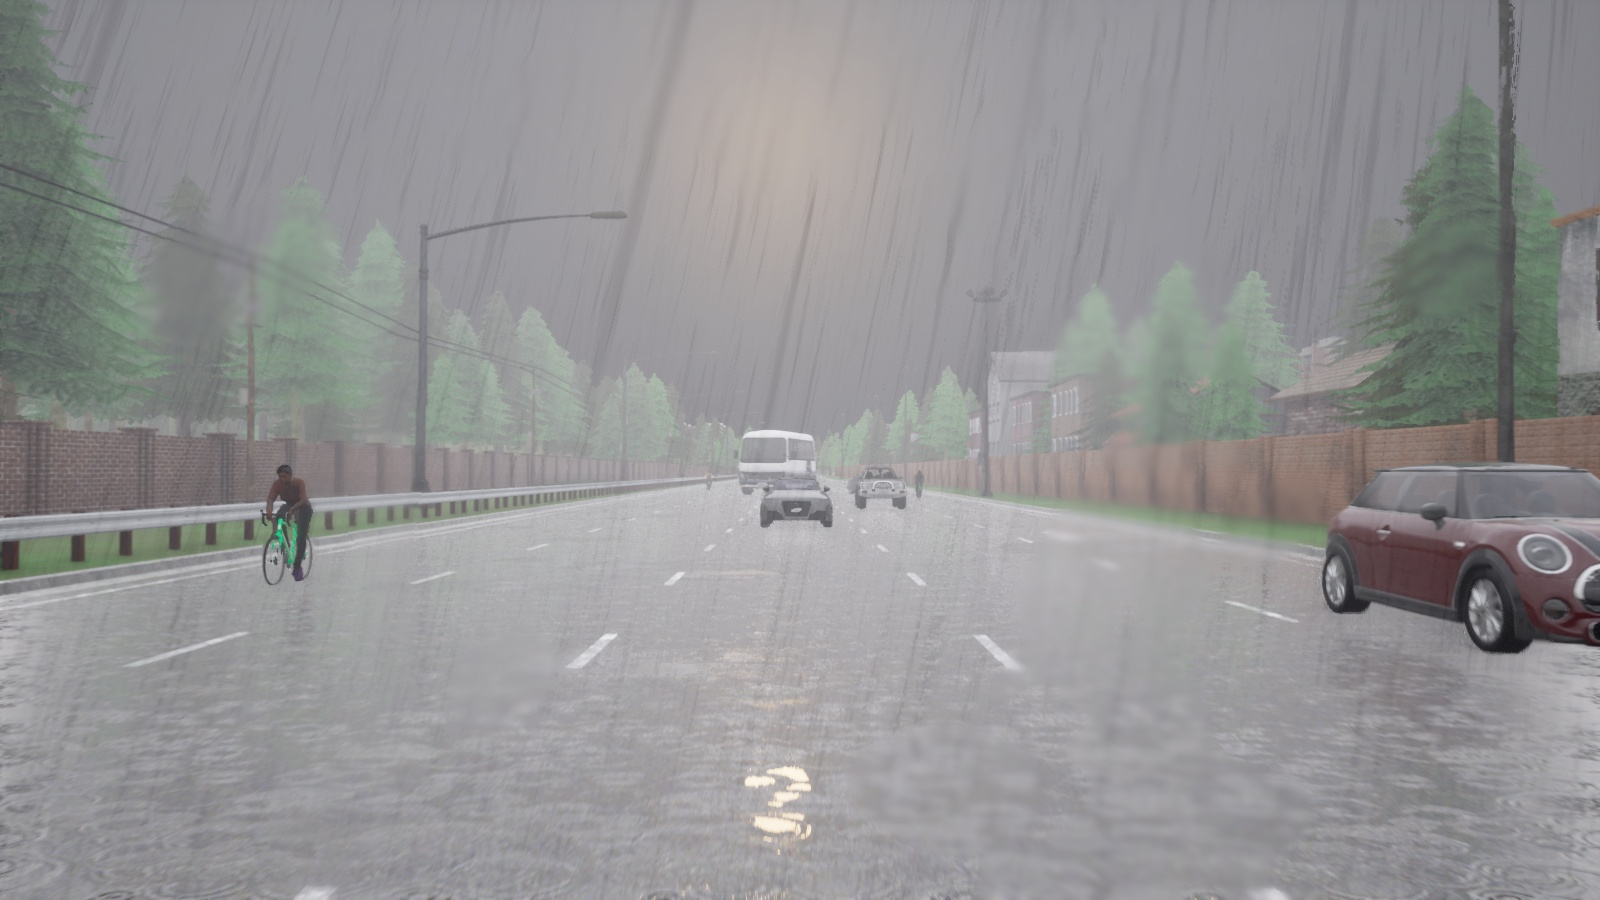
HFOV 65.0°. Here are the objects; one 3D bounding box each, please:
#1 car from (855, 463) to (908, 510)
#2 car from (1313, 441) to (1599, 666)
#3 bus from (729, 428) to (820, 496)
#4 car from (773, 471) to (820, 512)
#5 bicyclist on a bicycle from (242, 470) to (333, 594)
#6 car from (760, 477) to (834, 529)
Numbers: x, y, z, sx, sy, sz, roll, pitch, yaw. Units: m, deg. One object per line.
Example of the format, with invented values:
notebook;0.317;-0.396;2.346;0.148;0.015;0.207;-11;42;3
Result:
car;3.368;1.502;52.803;1.932;1.855;4.605;0;-1;0
car;6.969;0.849;12.181;2.097;1.767;4.553;0;-1;0
bus;-1.538;0.859;84.489;3.944;4.253;10.273;0;-1;12
car;-0.116;1.624;49.580;1.789;1.549;3.705;0;-1;0
bicyclist on a bicycle;-7.043;1.086;17.329;0.582;1.620;1.656;0;-1;0
car;-0.089;1.482;36.035;1.994;1.385;4.181;0;-1;0
